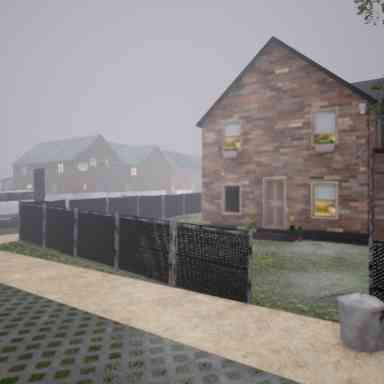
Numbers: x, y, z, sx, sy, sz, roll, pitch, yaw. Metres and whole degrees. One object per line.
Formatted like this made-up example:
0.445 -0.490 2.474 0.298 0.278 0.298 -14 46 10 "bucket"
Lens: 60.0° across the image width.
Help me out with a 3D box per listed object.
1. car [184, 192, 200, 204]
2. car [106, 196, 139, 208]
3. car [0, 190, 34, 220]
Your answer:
0.533 0.687 39.687 1.812 1.442 4.674 0 1 33 "car"
-6.133 1.007 29.706 1.994 1.385 4.181 0 1 33 "car"
-11.992 0.921 20.803 2.150 2.045 5.566 0 1 32 "car"
